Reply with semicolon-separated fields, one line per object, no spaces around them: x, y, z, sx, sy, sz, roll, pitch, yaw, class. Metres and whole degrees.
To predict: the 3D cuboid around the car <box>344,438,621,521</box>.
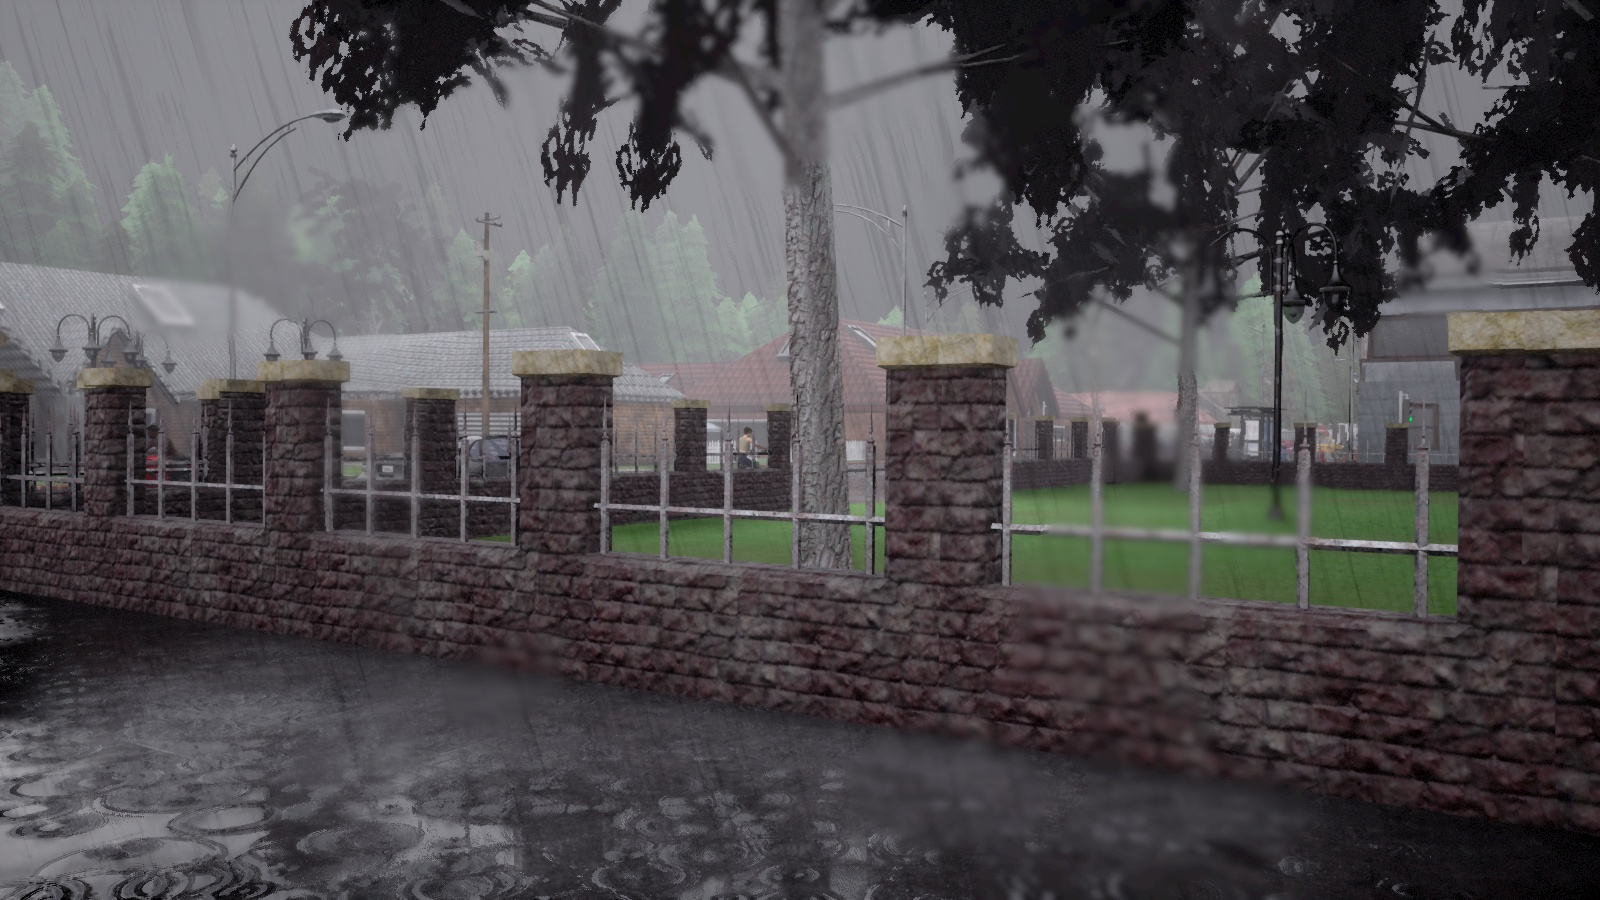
-6.040;0.496;24.689;2.033;1.411;5.357;0;1;32;car

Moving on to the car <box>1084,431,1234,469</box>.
13.914;-0.012;48.669;5.357;1.411;2.033;0;1;23;car

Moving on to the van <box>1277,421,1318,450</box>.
34.197;-1.002;86.217;1.775;1.987;4.442;0;1;33;van

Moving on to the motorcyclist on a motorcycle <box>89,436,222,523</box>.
-11.864;0.505;23.180;0.797;1.523;2.044;0;1;33;motorcyclist on a motorcycle

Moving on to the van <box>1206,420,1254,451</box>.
29.658;-0.996;86.589;2.069;2.038;4.480;0;1;33;van
